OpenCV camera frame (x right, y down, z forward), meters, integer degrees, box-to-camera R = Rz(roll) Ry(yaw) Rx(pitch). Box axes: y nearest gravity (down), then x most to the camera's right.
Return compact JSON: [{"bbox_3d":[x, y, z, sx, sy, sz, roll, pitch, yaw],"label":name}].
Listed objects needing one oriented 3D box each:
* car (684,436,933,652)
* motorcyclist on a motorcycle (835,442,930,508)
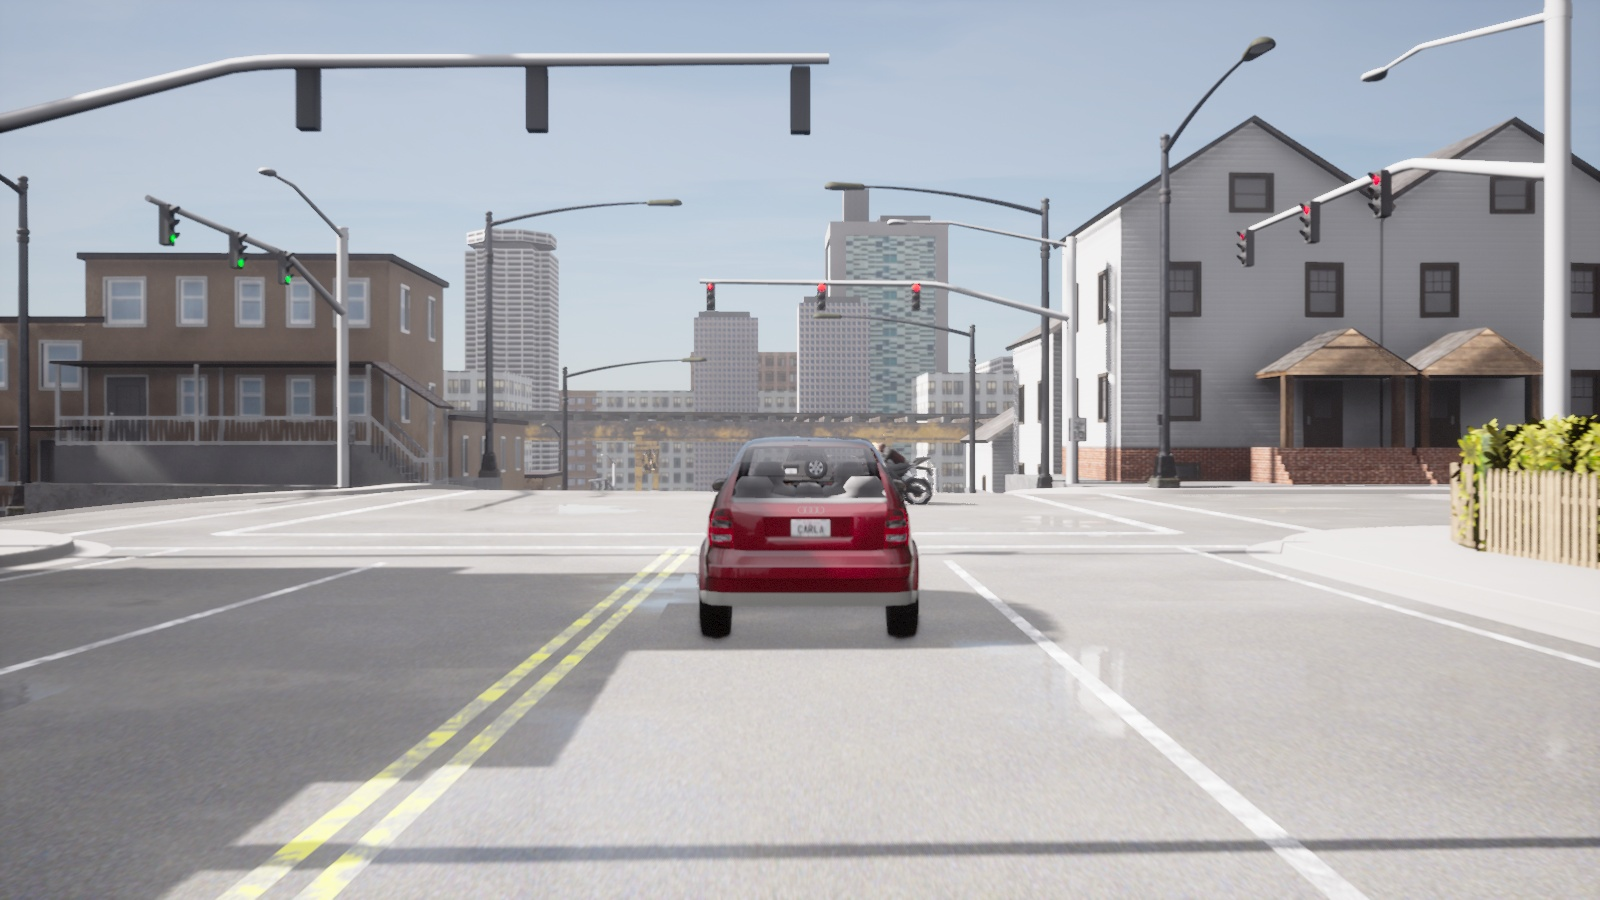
[{"bbox_3d":[0.075,0.664,10.871,1.789,1.549,3.705,0,0,0],"label":"car"},{"bbox_3d":[1.938,0.590,29.781,2.191,1.530,0.866,0,0,0],"label":"motorcyclist on a motorcycle"}]
